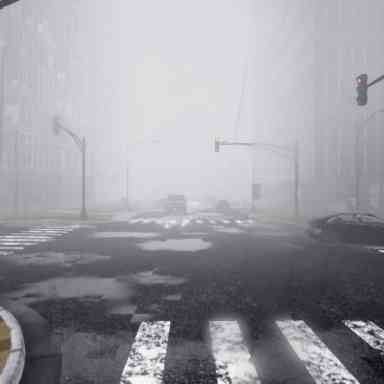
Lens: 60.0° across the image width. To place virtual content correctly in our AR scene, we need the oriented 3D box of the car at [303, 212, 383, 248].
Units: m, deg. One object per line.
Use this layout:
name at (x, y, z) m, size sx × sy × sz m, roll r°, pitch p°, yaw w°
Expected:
car at (7.337, 1.648, 14.293) m, size 4.902 × 1.511 × 2.128 m, roll 1°, pitch 1°, yaw 21°

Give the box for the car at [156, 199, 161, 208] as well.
car at (-4.170, 1.592, 47.265) m, size 1.802 × 1.307 × 4.206 m, roll 0°, pitch 0°, yaw 0°

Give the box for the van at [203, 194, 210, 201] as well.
van at (3.469, 1.321, 80.487) m, size 1.690 × 1.788 × 3.998 m, roll 0°, pitch 0°, yaw 0°

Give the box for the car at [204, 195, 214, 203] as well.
car at (3.550, 1.432, 69.433) m, size 1.967 × 1.590 × 4.097 m, roll 0°, pitch 0°, yaw 0°

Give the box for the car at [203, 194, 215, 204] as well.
car at (3.590, 1.313, 63.904) m, size 2.192 × 1.841 × 5.009 m, roll 0°, pitch 0°, yaw 0°

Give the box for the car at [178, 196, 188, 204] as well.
car at (-1.752, 1.609, 67.547) m, size 2.033 × 1.411 × 5.357 m, roll 0°, pitch 0°, yaw 0°

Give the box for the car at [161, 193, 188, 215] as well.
car at (-1.604, 1.231, 33.881) m, size 2.150 × 2.045 × 5.566 m, roll 0°, pitch 1°, yaw 0°

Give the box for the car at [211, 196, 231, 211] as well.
car at (3.800, 1.579, 41.796) m, size 1.947 × 1.339 × 4.313 m, roll 0°, pitch 0°, yaw 0°

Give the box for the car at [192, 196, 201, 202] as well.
car at (0.962, 1.512, 73.077) m, size 1.812 × 1.442 × 4.674 m, roll 0°, pitch 0°, yaw 0°

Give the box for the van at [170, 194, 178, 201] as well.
van at (-4.411, 1.321, 80.430) m, size 1.690 × 1.788 × 3.998 m, roll 0°, pitch 0°, yaw 0°

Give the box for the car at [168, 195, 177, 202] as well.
car at (-4.371, 1.426, 74.903) m, size 1.967 × 1.590 × 4.097 m, roll 0°, pitch 0°, yaw 0°

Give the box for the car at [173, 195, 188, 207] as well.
car at (-1.720, 1.360, 50.487) m, size 2.097 × 1.767 × 4.553 m, roll 0°, pitch 0°, yaw 0°

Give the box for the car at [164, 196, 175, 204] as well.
car at (-4.290, 1.564, 63.848) m, size 1.947 × 1.339 × 4.313 m, roll 0°, pitch 0°, yaw 0°
